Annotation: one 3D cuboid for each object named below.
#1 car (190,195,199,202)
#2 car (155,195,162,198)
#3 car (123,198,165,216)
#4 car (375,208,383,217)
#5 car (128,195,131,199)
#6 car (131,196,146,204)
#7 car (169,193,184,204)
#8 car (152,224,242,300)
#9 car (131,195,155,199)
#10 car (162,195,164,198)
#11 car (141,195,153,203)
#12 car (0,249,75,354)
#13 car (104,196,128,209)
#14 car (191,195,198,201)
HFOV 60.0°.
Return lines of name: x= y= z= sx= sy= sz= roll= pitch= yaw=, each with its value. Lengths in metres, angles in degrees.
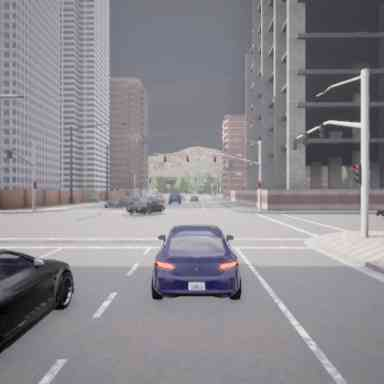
car: x=0.552 y=1.555 z=75.572 sx=2.128 sy=1.511 sz=4.902 roll=0 pitch=0 yaw=1
car: x=-6.874 y=1.624 z=57.372 sx=1.895 sy=1.301 sz=4.718 roll=0 pitch=0 yaw=1
car: x=-4.561 y=1.614 z=33.460 sx=1.895 sy=1.301 sz=4.718 roll=0 pitch=0 yaw=24
car: x=18.365 y=1.558 z=27.692 sx=5.357 sy=1.411 sz=2.033 roll=0 pitch=0 yaw=1
car: x=-10.447 y=1.374 z=54.091 sx=2.097 sy=1.767 sz=4.553 roll=0 pitch=0 yaw=1
car: x=-10.214 y=1.504 z=64.220 sx=1.882 sy=1.535 sz=5.008 roll=0 pitch=0 yaw=2
car: x=-3.102 y=1.247 z=62.902 sx=2.150 sy=2.045 sz=5.566 roll=0 pitch=0 yaw=1
car: x=0.101 y=1.529 z=8.273 sx=1.812 sy=1.442 sz=4.674 roll=0 pitch=0 yaw=0
car: x=-7.059 y=1.497 z=48.029 sx=1.882 sy=1.535 sz=5.008 roll=0 pitch=0 yaw=1
car: x=-6.629 y=1.379 z=67.179 sx=2.097 sy=1.767 sz=4.553 roll=0 pitch=0 yaw=1
car: x=-9.973 y=1.503 z=74.397 sx=1.882 sy=1.535 sz=5.008 roll=0 pitch=0 yaw=1
car: x=-3.424 y=1.566 z=5.194 sx=1.994 sy=1.385 sz=4.181 roll=0 pitch=0 yaw=1
car: x=-10.600 y=1.582 z=45.531 sx=1.994 sy=1.385 sz=4.181 roll=0 pitch=0 yaw=1
car: x=0.750 y=1.559 z=85.967 sx=1.812 sy=1.442 sz=4.674 roll=0 pitch=0 yaw=1
